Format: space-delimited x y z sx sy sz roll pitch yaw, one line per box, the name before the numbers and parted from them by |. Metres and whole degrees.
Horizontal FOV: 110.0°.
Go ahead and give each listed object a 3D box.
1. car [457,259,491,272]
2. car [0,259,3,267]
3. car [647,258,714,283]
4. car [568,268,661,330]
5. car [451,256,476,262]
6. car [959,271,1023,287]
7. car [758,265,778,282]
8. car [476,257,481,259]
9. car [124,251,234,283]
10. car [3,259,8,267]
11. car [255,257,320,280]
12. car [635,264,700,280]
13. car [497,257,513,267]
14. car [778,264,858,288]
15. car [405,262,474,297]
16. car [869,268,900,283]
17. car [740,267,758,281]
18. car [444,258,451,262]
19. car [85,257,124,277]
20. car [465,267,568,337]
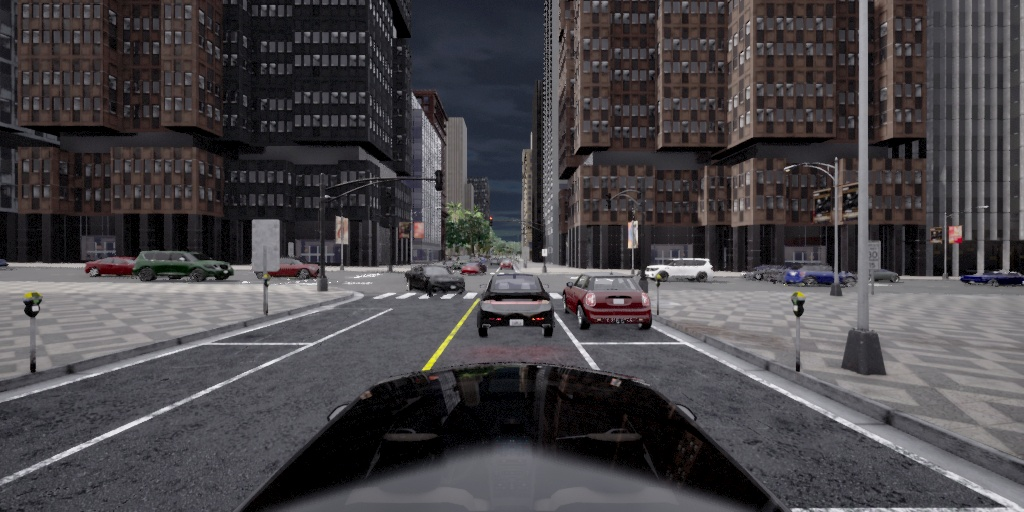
car | -4.076 1.284 38.807 1.994 1.385 4.181 0 0 10
car | -38.071 0.769 24.129 4.674 1.442 1.812 1 0 0
car | 14.510 1.205 31.259 5.566 2.045 2.150 1 0 1
car | 2.735 1.190 11.146 1.967 1.591 4.097 0 0 0
car | -6.584 0.973 49.348 2.150 2.045 5.566 0 0 0
car | 42.612 1.995 31.483 4.718 1.301 1.895 1 0 0
car | 25.123 1.685 31.370 5.357 1.411 2.033 1 0 0
car | -6.664 1.251 59.338 1.882 1.535 5.008 0 0 0
car | -22.136 0.692 24.253 5.566 2.045 2.150 1 0 0
car | -51.450 0.580 33.947 5.357 1.411 2.033 1 0 -1
car | -17.012 0.890 27.704 4.553 1.767 2.097 1 0 -3
car | 14.909 1.533 34.523 5.357 1.411 2.033 1 0 1
car | -0.755 1.198 52.527 1.967 1.591 4.097 0 0 -1
car | 23.991 1.476 27.911 4.553 1.767 2.097 1 0 0
car | -4.199 1.225 19.294 1.882 1.535 5.008 2 -1 -34
car | 34.730 1.838 34.697 4.181 1.385 1.994 1 0 -1
car | 24.708 1.619 34.618 4.902 1.511 2.128 1 0 -1
car | -9.280 1.324 52.450 1.948 1.339 4.313 0 0 -1
car | -29.456 0.841 27.448 5.008 1.535 1.882 1 0 0
car | 0.077 1.241 10.260 2.128 1.511 4.902 0 0 -1
